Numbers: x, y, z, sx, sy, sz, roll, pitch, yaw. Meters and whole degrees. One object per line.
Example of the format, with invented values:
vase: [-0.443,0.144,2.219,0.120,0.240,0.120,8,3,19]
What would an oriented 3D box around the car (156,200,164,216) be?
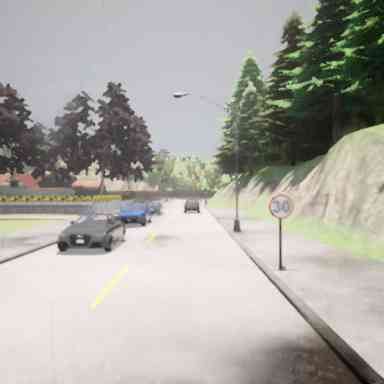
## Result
car: [-3.997,1.619,34.252,2.128,1.511,4.902,0,0,0]

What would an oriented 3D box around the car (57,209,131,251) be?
car: [-4.094,1.617,14.156,1.994,1.385,4.181,0,0,0]

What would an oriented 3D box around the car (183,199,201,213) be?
car: [0.003,1.636,38.793,2.128,1.511,4.902,0,0,0]

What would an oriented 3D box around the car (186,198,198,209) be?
car: [0.006,1.709,49.303,1.812,1.442,4.674,0,0,0]

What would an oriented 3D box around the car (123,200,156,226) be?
car: [-4.063,1.568,24.160,1.882,1.535,5.008,0,0,1]
